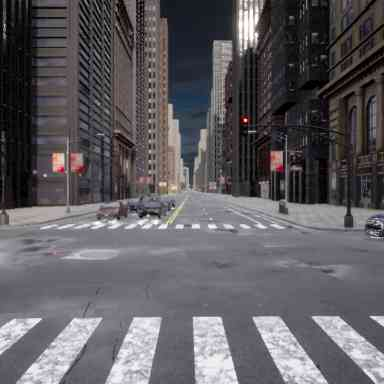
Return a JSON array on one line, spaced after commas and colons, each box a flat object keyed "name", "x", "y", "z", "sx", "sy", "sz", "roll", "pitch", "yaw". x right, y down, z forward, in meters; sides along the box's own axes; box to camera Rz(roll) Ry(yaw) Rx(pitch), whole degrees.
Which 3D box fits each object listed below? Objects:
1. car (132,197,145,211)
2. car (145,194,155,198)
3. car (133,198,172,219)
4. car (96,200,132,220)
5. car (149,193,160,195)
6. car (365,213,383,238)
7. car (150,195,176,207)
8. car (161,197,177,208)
[{"name": "car", "x": -6.649, "y": 1.580, "z": 37.185, "sx": 1.895, "sy": 1.301, "sz": 4.718, "roll": 0, "pitch": 0, "yaw": 0}, {"name": "car", "x": -6.662, "y": 1.475, "z": 47.425, "sx": 1.837, "sy": 1.490, "sz": 4.892, "roll": 0, "pitch": 0, "yaw": 0}, {"name": "car", "x": -3.362, "y": 1.533, "z": 29.511, "sx": 2.033, "sy": 1.411, "sz": 5.357, "roll": 0, "pitch": 0, "yaw": 4}, {"name": "car", "x": -6.635, "y": 1.513, "z": 28.077, "sx": 1.812, "sy": 1.442, "sz": 4.674, "roll": 0, "pitch": 0, "yaw": 0}, {"name": "car", "x": -6.639, "y": 1.176, "z": 57.874, "sx": 2.150, "sy": 2.045, "sz": 5.566, "roll": 0, "pitch": 0, "yaw": 1}, {"name": "car", "x": 10.196, "y": 1.186, "z": 14.722, "sx": 4.553, "sy": 1.767, "sz": 2.097, "roll": -1, "pitch": 0, "yaw": 0}, {"name": "car", "x": -3.398, "y": 1.469, "z": 39.250, "sx": 2.128, "sy": 1.511, "sz": 4.902, "roll": 0, "pitch": 0, "yaw": 0}, {"name": "car", "x": -3.420, "y": 1.514, "z": 49.802, "sx": 2.033, "sy": 1.411, "sz": 5.357, "roll": 0, "pitch": 0, "yaw": 0}]
